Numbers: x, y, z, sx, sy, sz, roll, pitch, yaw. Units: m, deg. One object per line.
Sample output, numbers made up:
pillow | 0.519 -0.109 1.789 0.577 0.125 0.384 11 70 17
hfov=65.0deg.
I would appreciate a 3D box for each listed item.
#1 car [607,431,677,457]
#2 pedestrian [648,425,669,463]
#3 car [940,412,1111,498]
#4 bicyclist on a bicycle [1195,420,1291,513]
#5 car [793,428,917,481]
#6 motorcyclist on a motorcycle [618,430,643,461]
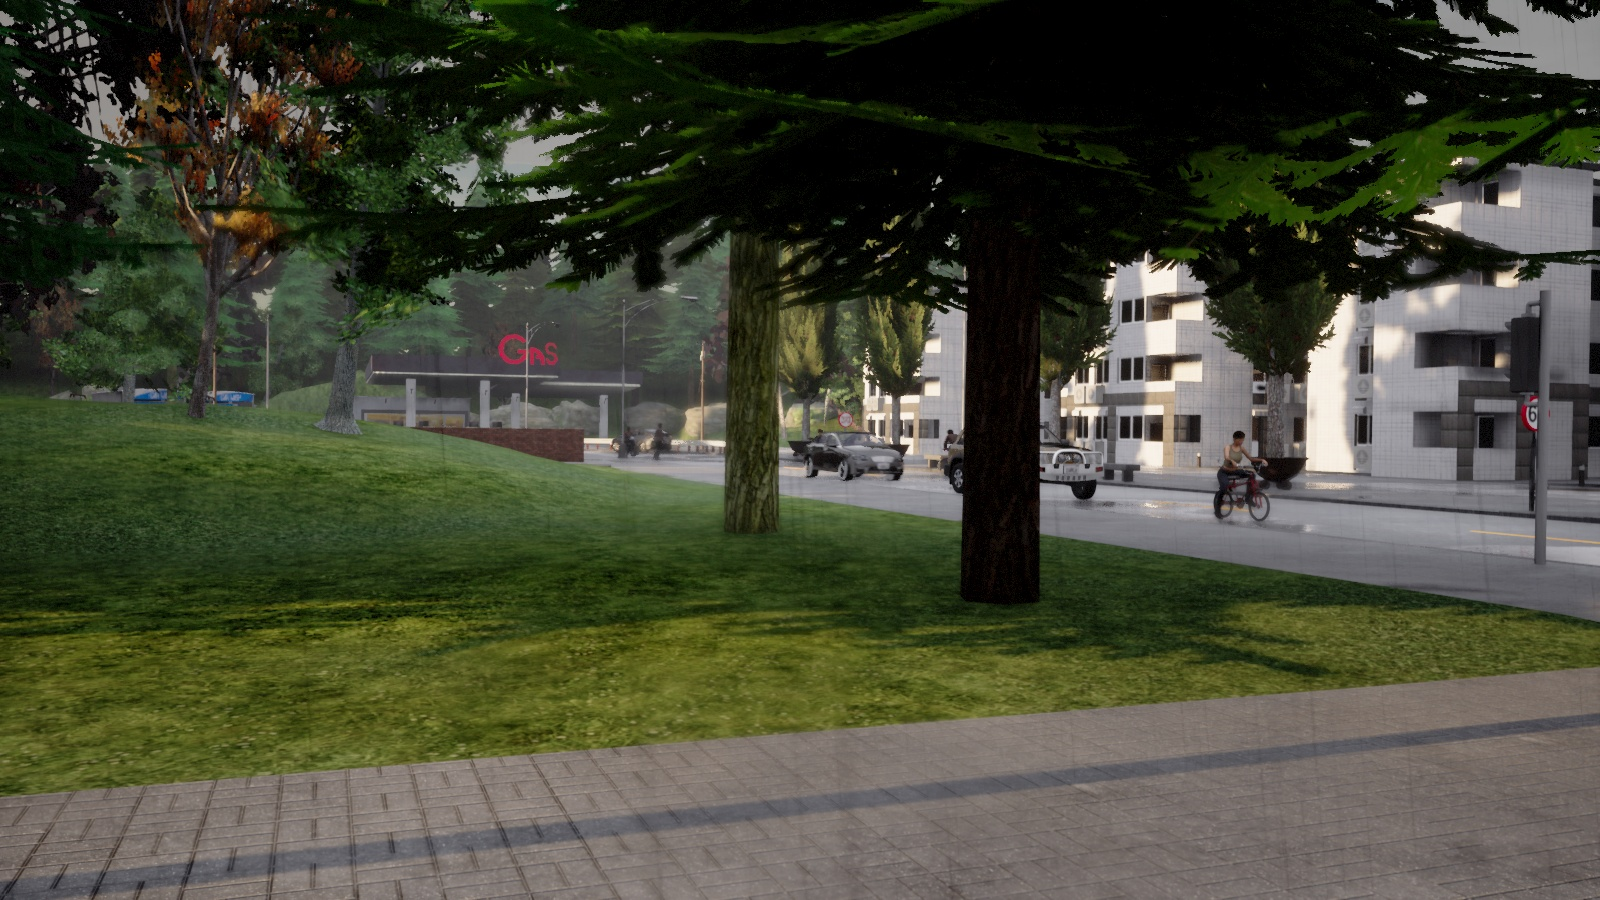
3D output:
car | -9.674 -0.391 76.518 2.007 1.525 4.514 -1 1 -42
pedestrian | -6.654 -0.291 59.115 0.869 1.805 0.328 -1 1 -31
car | 5.250 0.073 29.922 1.932 1.855 4.605 -1 1 -21
bicyclist on a bicycle | 8.000 0.280 22.736 0.866 1.612 1.509 -1 1 -20
car | 1.632 0.096 39.476 2.128 1.511 4.902 -1 1 -21
motorcyclist on a motorcycle | -9.203 -0.257 68.070 0.766 1.649 2.350 -1 1 -23
